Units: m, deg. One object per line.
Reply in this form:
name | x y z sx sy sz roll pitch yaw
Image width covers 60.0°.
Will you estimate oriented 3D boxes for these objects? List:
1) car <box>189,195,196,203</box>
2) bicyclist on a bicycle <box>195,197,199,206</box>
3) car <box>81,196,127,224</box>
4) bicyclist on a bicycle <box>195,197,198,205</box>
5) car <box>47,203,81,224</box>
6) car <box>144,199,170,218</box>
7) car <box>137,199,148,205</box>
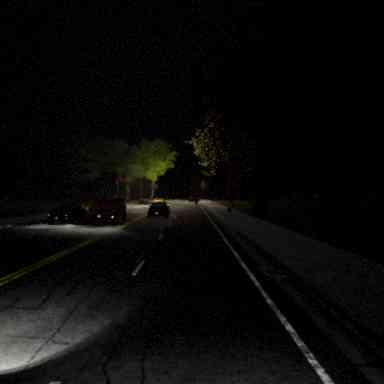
car | 0.026 2.034 85.851 2.033 1.411 5.357 0 0 0
bicyclist on a bicycle | 0.912 1.802 58.311 0.582 1.620 1.656 0 -1 0
car | -6.589 1.375 26.358 2.150 2.045 5.566 0 0 0
bicyclist on a bicycle | 0.915 1.859 67.186 0.582 1.620 1.656 0 -1 0
car | -9.837 1.659 26.532 1.837 1.490 4.892 0 0 0
car | -3.140 1.712 31.912 1.812 1.442 4.674 0 0 0
car | -9.732 1.981 66.565 1.895 1.301 4.718 0 0 0
